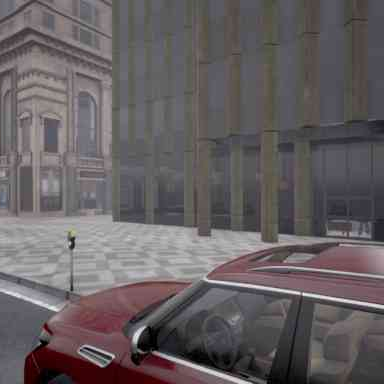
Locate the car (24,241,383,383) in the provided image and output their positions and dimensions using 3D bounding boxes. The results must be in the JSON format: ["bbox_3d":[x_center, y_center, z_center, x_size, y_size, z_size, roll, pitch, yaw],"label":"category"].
[{"bbox_3d":[0.897,1.315,2.333,5.009,1.841,2.192,0,0,36],"label":"car"}]
